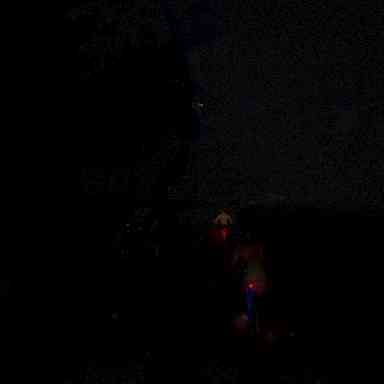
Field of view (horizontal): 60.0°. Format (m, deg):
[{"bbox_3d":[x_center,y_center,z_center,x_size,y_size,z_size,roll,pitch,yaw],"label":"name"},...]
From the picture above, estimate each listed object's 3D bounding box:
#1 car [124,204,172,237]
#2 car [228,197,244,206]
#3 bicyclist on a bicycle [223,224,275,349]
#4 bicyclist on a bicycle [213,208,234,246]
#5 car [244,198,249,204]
[{"bbox_3d":[-2.279,1.475,18.253,1.882,1.535,5.008,0,0,5],"label":"car"},{"bbox_3d":[7.579,1.752,59.068,1.837,1.490,4.892,0,-1,14],"label":"car"},{"bbox_3d":[0.911,1.448,5.303,0.582,1.620,1.656,0,0,0],"label":"bicyclist on a bicycle"},{"bbox_3d":[1.265,1.434,13.345,0.866,1.612,1.509,0,0,1],"label":"bicyclist on a bicycle"},{"bbox_3d":[11.329,1.925,73.161,2.033,1.411,5.357,0,0,18],"label":"car"}]
